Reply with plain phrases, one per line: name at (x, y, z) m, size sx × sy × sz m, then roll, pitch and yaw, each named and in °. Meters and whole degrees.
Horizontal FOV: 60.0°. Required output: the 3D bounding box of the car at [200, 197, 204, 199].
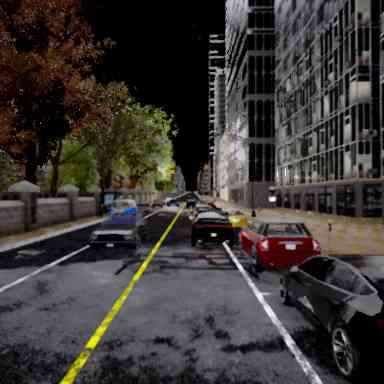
car at (2.622, 1.998, 67.803) m, size 1.887 × 1.381 × 4.507 m, roll 0°, pitch 0°, yaw 0°

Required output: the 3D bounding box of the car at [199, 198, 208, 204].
car at (2.610, 2.077, 79.165) m, size 1.947 × 1.339 × 4.313 m, roll 0°, pitch 0°, yaw 0°

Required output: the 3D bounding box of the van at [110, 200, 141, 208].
van at (-5.716, 1.553, 28.036) m, size 1.690 × 1.788 × 3.998 m, roll 0°, pitch 0°, yaw 0°

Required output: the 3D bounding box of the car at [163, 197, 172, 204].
car at (-5.770, 2.035, 79.010) m, size 1.752 × 1.417 × 4.829 m, roll 0°, pitch 0°, yaw 0°

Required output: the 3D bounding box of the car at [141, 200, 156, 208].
car at (-5.730, 1.869, 39.401) m, size 1.802 × 1.307 × 4.206 m, roll 0°, pitch 0°, yaw 0°

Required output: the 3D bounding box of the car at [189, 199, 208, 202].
car at (0.864, 1.744, 32.046) m, size 1.837 × 1.490 × 4.892 m, roll 0°, pitch 0°, yaw 0°

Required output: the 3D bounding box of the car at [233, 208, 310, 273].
car at (2.682, 1.529, 10.988) m, size 1.967 × 1.590 × 4.097 m, roll 0°, pitch 0°, yaw 0°

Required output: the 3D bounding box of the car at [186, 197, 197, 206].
car at (-0.072, 1.805, 66.460) m, size 2.097 × 1.767 × 4.553 m, roll 0°, pitch 0°, yaw 0°

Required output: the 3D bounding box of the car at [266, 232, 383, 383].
car at (2.687, 1.610, 5.306) m, size 1.947 × 1.339 × 4.313 m, roll 0°, pitch 0°, yaw 0°

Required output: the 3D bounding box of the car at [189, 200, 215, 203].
car at (0.871, 1.655, 26.237) m, size 1.801 × 1.575 × 5.366 m, roll 0°, pitch 0°, yaw 0°

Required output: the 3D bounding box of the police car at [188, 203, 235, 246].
police car at (0.882, 1.553, 16.156) m, size 1.930 × 1.638 × 5.238 m, roll 0°, pitch 0°, yaw 0°

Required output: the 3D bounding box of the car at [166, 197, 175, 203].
car at (-5.783, 2.116, 90.547) m, size 2.008 × 1.369 × 4.403 m, roll 0°, pitch 0°, yaw 0°

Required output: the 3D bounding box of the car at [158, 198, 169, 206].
car at (-5.759, 2.004, 67.815) m, size 2.008 × 1.369 × 4.403 m, roll 0°, pitch 0°, yaw 0°

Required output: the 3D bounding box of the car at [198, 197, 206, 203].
car at (2.597, 2.116, 90.529) m, size 2.008 × 1.369 × 4.403 m, roll 0°, pitch 0°, yaw 0°

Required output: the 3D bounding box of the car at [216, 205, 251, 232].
car at (2.669, 1.699, 22.523) m, size 1.752 × 1.417 × 4.829 m, roll 0°, pitch 0°, yaw 0°

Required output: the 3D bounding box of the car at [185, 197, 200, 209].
car at (-0.056, 1.867, 51.489) m, size 1.837 × 1.490 × 4.892 m, roll 0°, pitch 0°, yaw 0°

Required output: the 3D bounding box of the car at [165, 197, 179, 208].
car at (-3.123, 1.917, 56.558) m, size 1.812 × 1.442 × 4.674 m, roll 0°, pitch 0°, yaw 0°

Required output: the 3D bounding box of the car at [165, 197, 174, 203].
car at (-5.777, 2.089, 84.863) m, size 2.008 × 1.369 × 4.403 m, roll 0°, pitch 0°, yaw 0°

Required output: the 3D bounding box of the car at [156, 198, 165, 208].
car at (-5.747, 1.935, 56.448) m, size 1.887 × 1.381 × 4.507 m, roll 0°, pitch 0°, yaw 0°

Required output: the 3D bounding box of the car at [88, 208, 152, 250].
car at (-3.118, 1.669, 15.336) m, size 2.033 × 1.411 × 5.357 m, roll 0°, pitch 0°, yaw 0°
